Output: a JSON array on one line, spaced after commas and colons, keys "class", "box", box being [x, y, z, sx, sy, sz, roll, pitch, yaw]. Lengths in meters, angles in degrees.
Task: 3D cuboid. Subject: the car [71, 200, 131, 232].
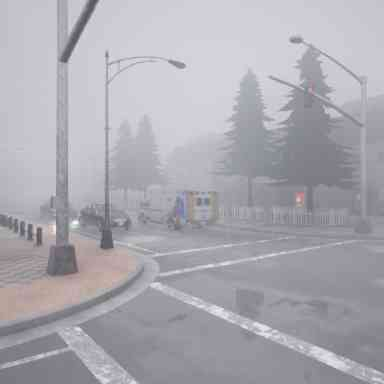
[{"class": "car", "box": [-5.447, 1.506, 20.486, 2.128, 1.511, 4.902, 0, 0, -37]}]

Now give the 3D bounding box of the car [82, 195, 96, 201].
[{"class": "car", "box": [-24.813, 1.399, 80.062, 1.970, 1.475, 3.806, 0, 0, -37]}]

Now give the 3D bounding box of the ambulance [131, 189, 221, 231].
[{"class": "ambulance", "box": [-1.143, 1.046, 20.911, 2.351, 2.431, 6.366, 0, 0, -38]}]

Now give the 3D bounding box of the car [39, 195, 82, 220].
[{"class": "car", "box": [-11.429, 1.368, 28.382, 2.097, 1.767, 4.553, 0, 0, -38]}]

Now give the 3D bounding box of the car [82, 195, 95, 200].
[{"class": "car", "box": [-22.775, 1.389, 72.329, 1.845, 1.501, 3.633, 0, 0, -37]}]
